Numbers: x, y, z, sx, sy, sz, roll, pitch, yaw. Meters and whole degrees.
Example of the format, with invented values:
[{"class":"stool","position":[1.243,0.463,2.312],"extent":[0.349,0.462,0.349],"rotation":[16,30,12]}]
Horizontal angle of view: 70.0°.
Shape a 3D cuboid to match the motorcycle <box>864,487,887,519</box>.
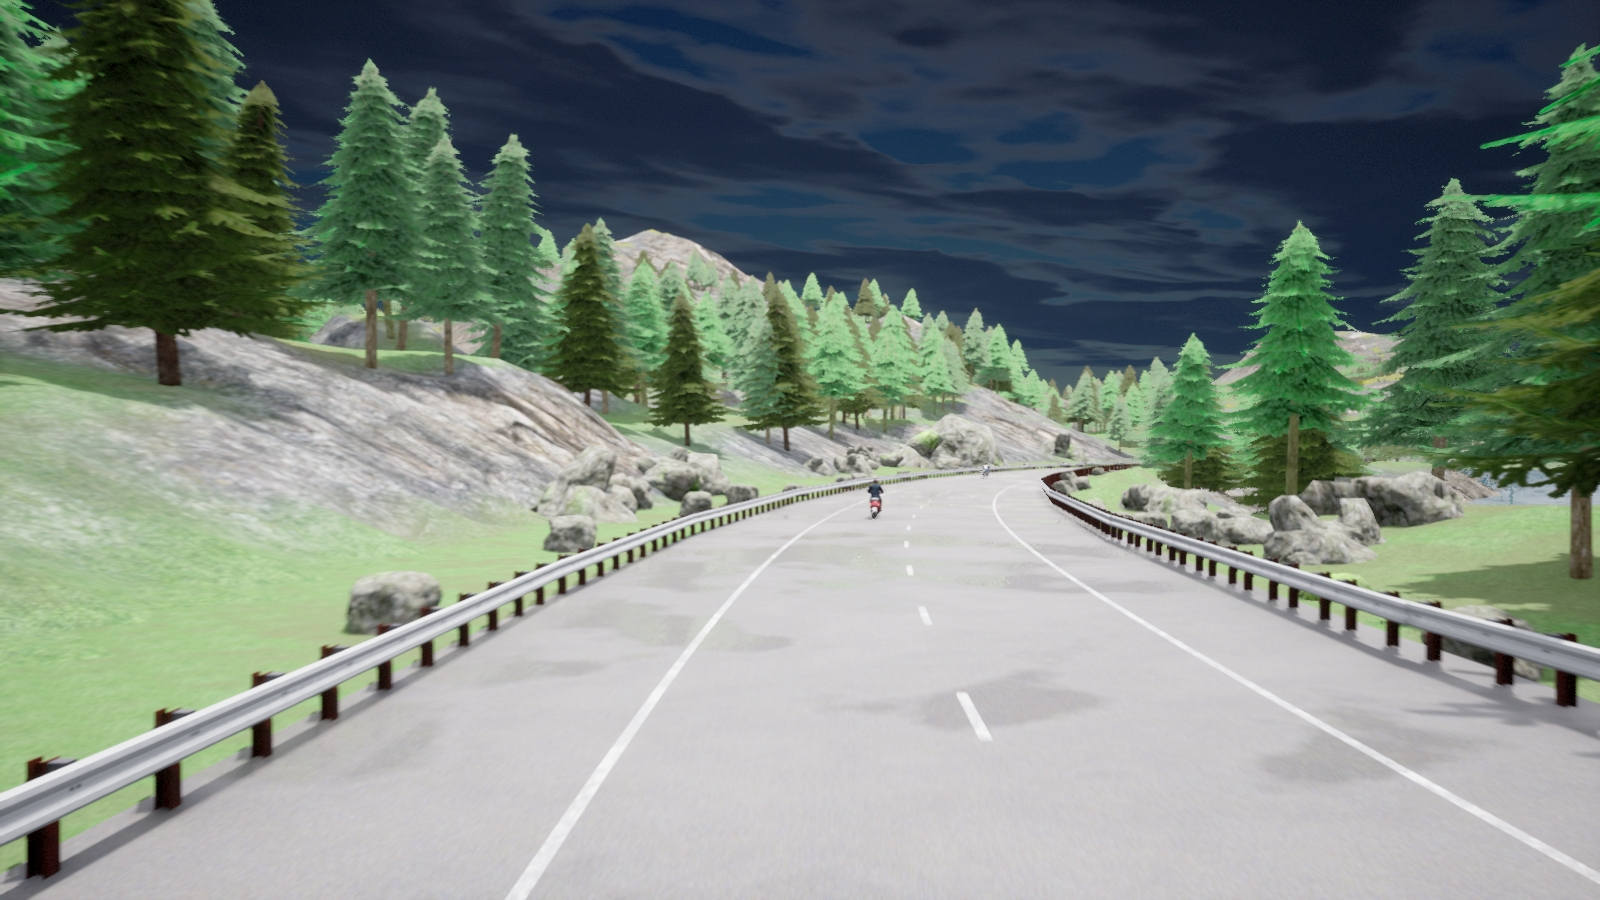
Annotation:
[{"class":"motorcycle","position":[3.130,2.184,47.324],"extent":[0.856,1.236,1.805],"rotation":[0,0,7]}]
